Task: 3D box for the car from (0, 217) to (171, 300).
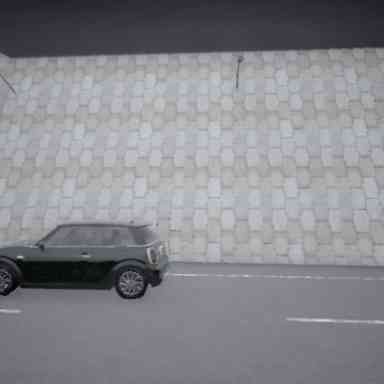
[{"bbox_3d":[-2.877,1.518,8.449,4.553,1.767,2.097,0,-1,4],"label":"car"}]
